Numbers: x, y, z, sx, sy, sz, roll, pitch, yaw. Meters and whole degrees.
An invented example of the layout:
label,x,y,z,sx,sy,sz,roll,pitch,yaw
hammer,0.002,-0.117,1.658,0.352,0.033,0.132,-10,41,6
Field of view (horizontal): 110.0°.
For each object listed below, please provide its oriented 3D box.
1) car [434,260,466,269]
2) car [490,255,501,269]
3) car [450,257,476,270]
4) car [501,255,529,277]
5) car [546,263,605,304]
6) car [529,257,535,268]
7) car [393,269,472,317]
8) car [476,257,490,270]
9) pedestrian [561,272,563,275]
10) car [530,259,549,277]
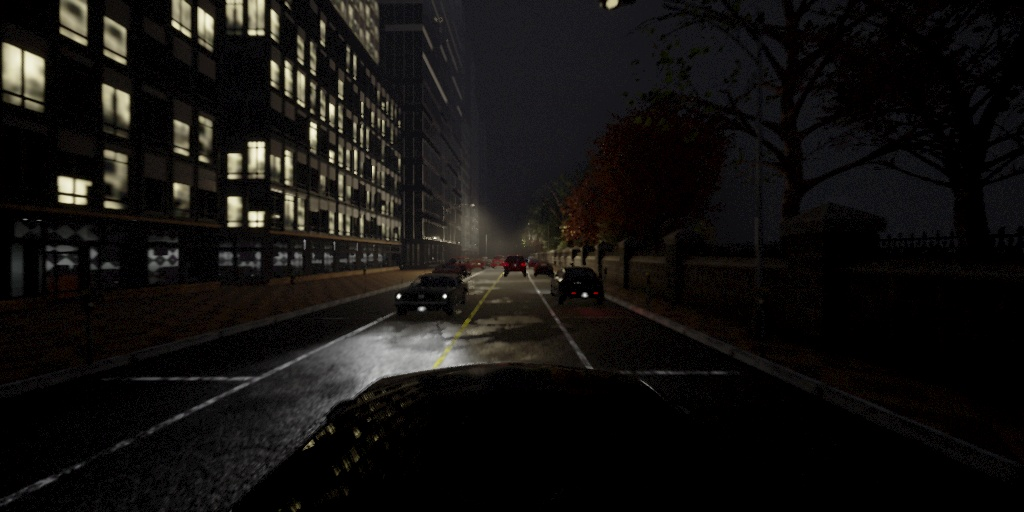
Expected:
label,x,y,z,sx,sy,sz,roll,pitch,yaw
car,-5.127,1.266,28.603,1.888,1.381,4.507,0,0,1
car,-2.036,0.915,56.472,2.150,2.045,5.566,0,0,2
car,-5.044,1.031,34.229,2.192,1.841,5.009,0,0,1
car,0.353,0.938,35.782,2.150,2.045,5.566,0,0,2
car,2.805,1.241,16.142,1.837,1.490,4.892,0,0,0
car,3.494,1.241,57.342,1.888,1.381,4.507,0,0,2
car,-2.807,1.338,13.361,1.895,1.301,4.718,0,0,0
car,-4.843,1.014,51.104,2.192,1.841,5.009,0,0,1
pedestrian,2.719,1.027,19.081,0.375,1.860,0.375,0,0,1
car,2.991,1.263,34.785,1.888,1.381,4.507,0,0,1
